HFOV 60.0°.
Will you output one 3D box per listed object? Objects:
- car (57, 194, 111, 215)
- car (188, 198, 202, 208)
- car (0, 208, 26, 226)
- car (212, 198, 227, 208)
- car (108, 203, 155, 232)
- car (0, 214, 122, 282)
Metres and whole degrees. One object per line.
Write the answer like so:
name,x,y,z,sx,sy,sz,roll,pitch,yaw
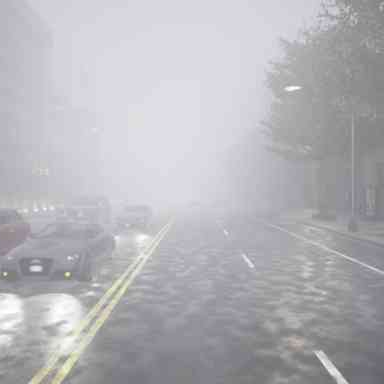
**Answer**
car,-6.875,1.211,21.916,2.150,2.045,5.566,0,1,1
car,0.420,1.588,48.240,1.895,1.301,4.718,0,0,0
car,-7.026,1.348,10.617,2.097,1.767,4.553,0,0,1
car,3.911,1.551,47.306,1.994,1.385,4.181,0,0,0
car,-3.406,1.498,20.244,1.837,1.490,4.892,0,0,1
car,-3.536,1.562,9.567,1.994,1.385,4.181,0,0,0
